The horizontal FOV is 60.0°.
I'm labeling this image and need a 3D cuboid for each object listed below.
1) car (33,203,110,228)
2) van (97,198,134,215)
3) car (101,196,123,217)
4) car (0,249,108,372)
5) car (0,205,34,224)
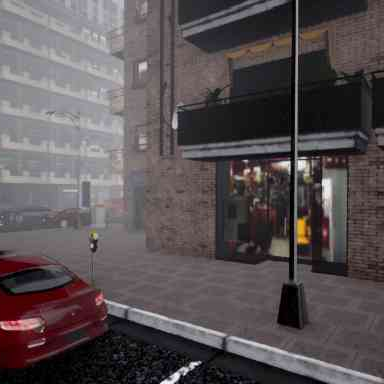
[{"bbox_3d":[-8.461,1.756,23.702,1.887,1.381,4.507,0,-1,36],"label":"car"},{"bbox_3d":[-8.635,1.606,37.821,1.690,1.788,3.998,0,-1,36],"label":"van"},{"bbox_3d":[-7.761,1.485,34.612,2.150,2.045,5.566,1,0,36],"label":"car"},{"bbox_3d":[-3.085,1.582,5.205,4.206,1.307,1.802,0,0,36],"label":"car"},{"bbox_3d":[-13.243,1.727,26.979,1.994,1.385,4.181,1,0,36],"label":"car"}]
